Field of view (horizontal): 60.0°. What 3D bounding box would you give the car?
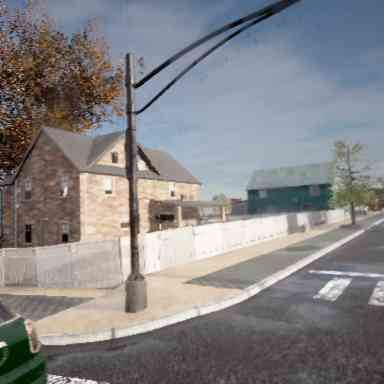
[{"bbox_3d":[-4.131,1.939,4.032,4.553,1.767,2.097,-5,-5,20],"label":"car"}]
